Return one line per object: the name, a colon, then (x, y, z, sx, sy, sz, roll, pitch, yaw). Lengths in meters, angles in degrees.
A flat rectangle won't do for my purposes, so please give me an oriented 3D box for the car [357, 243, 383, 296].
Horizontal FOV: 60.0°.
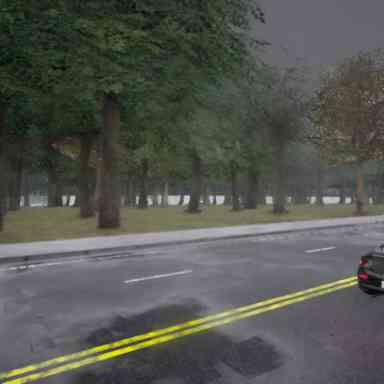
car: (5.513, 1.552, 7.393, 4.674, 1.442, 1.812, 0, 0, -35)
